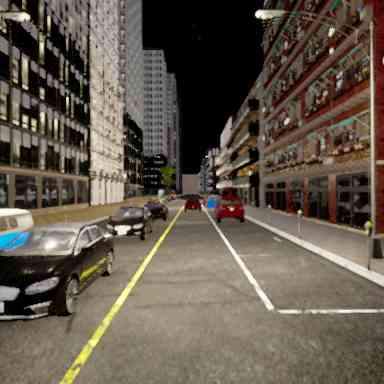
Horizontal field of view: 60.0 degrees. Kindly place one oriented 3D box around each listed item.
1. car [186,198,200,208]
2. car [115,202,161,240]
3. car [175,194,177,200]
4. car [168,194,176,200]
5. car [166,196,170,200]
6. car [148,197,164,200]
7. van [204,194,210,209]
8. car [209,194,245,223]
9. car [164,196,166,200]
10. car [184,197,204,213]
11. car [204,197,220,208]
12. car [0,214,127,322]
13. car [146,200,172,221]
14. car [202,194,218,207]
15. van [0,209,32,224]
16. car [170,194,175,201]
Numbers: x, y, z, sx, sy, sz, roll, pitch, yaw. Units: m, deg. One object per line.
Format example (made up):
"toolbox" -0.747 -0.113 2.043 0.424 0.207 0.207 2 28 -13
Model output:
"car" 0.136 1.588 48.552 1.895 1.301 4.718 0 0 0
"car" -3.049 1.510 17.036 2.128 1.511 4.902 0 0 0
"car" -5.452 1.624 86.367 1.802 1.307 4.206 -1 0 0
"car" -5.437 1.485 91.918 1.967 1.590 4.097 -1 0 0
"car" -5.532 1.586 58.612 2.008 1.369 4.403 -1 0 0
"car" -5.565 1.474 47.510 1.967 1.590 4.097 -1 0 0
"van" 2.798 1.305 41.936 1.690 1.788 3.998 -1 0 0
"car" 2.750 1.282 25.284 2.192 1.841 5.009 -1 0 0
"car" -5.549 1.560 52.891 1.752 1.417 4.829 -1 0 0
"car" 0.102 1.465 37.717 1.882 1.535 5.008 0 0 0
"car" 2.817 1.515 47.487 2.008 1.369 4.403 -1 0 0
"car" -3.085 1.513 7.576 2.128 1.511 4.902 0 0 0
"car" -2.965 1.579 27.043 1.994 1.385 4.181 0 0 1
"car" 2.830 1.279 53.038 2.192 1.841 5.009 -1 0 0
"van" -5.677 1.384 8.654 1.690 1.788 3.998 -1 0 0
"car" -5.484 1.590 75.264 2.008 1.369 4.403 -1 0 0
